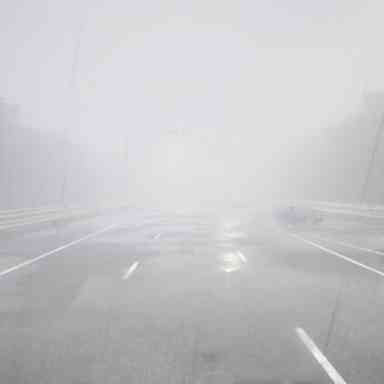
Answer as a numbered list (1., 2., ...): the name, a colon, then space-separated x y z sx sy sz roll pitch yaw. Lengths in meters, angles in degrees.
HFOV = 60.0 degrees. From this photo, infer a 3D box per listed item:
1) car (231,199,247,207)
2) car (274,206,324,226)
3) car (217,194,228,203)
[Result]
1. car: 7.001 1.627 50.138 1.895 1.301 4.718 0 0 0
2. car: 7.325 1.618 23.416 1.895 1.301 4.718 0 0 -4
3. car: 7.079 1.380 76.456 2.150 2.045 5.566 0 -1 0
